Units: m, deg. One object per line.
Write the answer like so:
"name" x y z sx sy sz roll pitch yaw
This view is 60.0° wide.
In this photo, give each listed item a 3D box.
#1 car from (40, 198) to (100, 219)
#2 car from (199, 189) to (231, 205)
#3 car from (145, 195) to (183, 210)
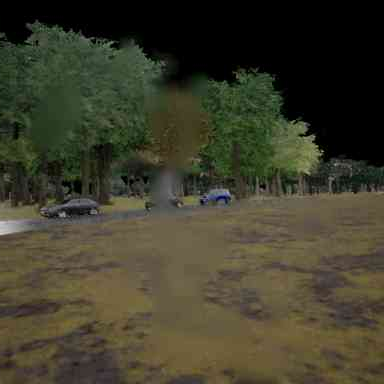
"car" -9.627 1.277 26.575 1.837 1.490 4.892 -3 -1 35
"car" 3.167 0.649 44.672 2.150 2.045 5.566 -3 -1 35
"car" -2.986 1.065 35.971 1.882 1.535 5.008 -3 -1 35
